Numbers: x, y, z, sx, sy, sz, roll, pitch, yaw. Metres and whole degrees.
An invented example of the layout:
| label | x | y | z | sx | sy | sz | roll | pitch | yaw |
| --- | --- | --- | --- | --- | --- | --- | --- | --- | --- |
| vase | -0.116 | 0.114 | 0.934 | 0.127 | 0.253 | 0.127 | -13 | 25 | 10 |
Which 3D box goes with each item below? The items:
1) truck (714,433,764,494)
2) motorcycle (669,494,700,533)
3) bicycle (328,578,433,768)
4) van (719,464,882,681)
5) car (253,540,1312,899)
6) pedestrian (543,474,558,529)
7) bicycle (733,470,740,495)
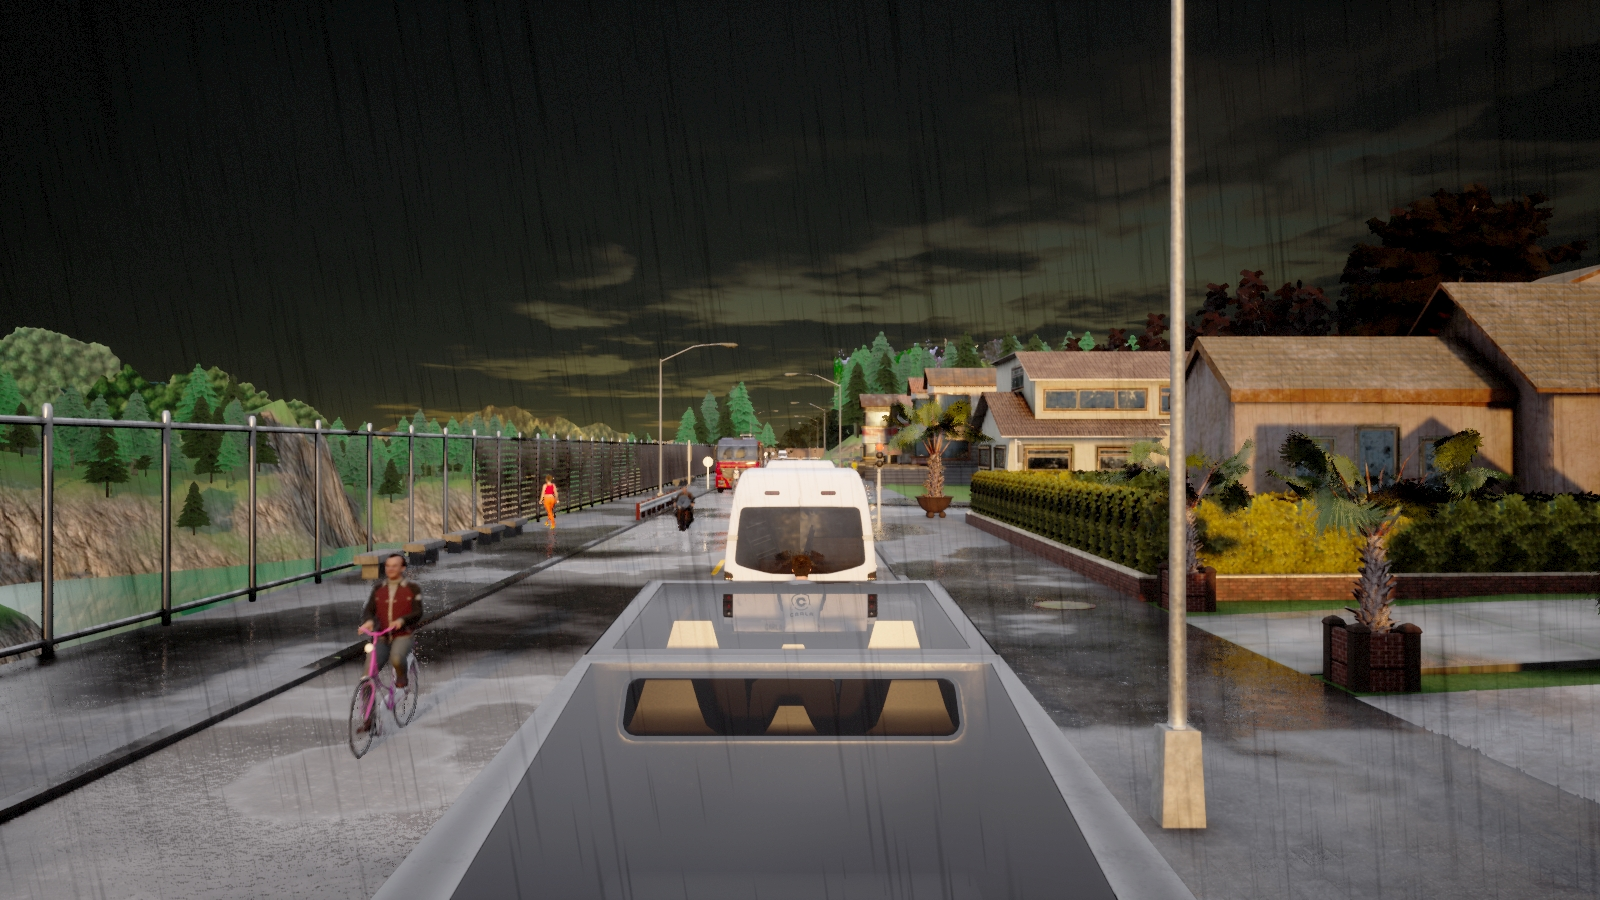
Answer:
| label | x | y | z | sx | sy | sz | roll | pitch | yaw |
| --- | --- | --- | --- | --- | --- | --- | --- | --- | --- |
| truck | -3.968 | 0.861 | 76.478 | 2.891 | 3.827 | 8.468 | 0 | 0 | 0 |
| motorcycle | -3.987 | 2.189 | 39.640 | 0.867 | 1.251 | 2.209 | 0 | 0 | 0 |
| bicycle | -3.974 | 2.055 | 10.939 | 0.329 | 1.471 | 1.835 | 0 | 0 | 0 |
| van | 0.009 | 1.528 | 16.844 | 1.988 | 2.561 | 5.915 | 0 | 0 | 0 |
| car | -0.034 | 1.751 | 5.716 | 2.390 | 2.098 | 6.274 | 0 | 0 | 0 |
| pedestrian | -8.407 | 1.729 | 38.541 | 0.375 | 1.860 | 0.375 | 0 | 0 | -37 |
| bicycle | -3.969 | 2.028 | 71.192 | 0.373 | 1.496 | 1.643 | 0 | 0 | 0 |
